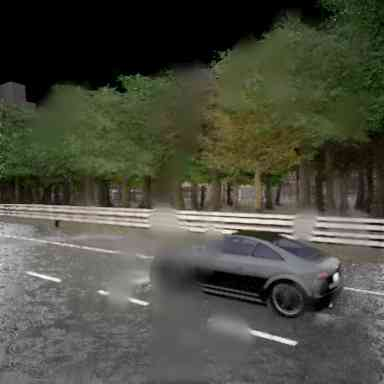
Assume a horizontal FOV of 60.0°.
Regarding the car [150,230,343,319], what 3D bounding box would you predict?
[{"bbox_3d":[1.071,1.567,7.426,4.181,1.385,1.994,0,0,35],"label":"car"}]
